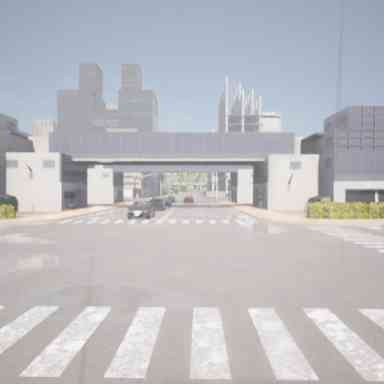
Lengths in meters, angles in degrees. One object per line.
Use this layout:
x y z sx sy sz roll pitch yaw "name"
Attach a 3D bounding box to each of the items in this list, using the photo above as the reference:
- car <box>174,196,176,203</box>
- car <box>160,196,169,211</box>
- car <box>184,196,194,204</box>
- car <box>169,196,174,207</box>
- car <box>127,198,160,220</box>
-4.265 1.545 67.903 1.837 1.490 4.892 0 0 0 "car"
-4.313 1.519 41.132 1.837 1.490 4.892 0 0 0 "car"
-0.663 1.489 66.669 1.882 1.535 5.008 0 0 0 "car"
-4.306 1.538 51.964 1.812 1.442 4.674 0 0 0 "car"
-4.294 1.507 28.401 2.128 1.511 4.902 0 0 0 "car"
